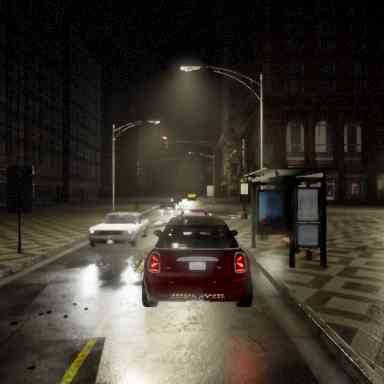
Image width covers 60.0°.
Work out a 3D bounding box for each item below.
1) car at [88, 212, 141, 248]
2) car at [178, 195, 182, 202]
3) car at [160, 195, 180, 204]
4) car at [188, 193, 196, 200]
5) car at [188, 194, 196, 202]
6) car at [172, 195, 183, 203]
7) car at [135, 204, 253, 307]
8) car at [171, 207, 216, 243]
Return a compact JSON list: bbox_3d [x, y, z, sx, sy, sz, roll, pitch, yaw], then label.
[{"bbox_3d":[-3.107,1.597,14.880,1.895,1.301,4.718,0,0,0],"label":"car"},{"bbox_3d":[-3.115,1.402,56.112,2.128,1.511,4.902,0,0,0],"label":"car"},{"bbox_3d":[-3.122,1.490,44.347,2.033,1.411,5.357,0,0,0],"label":"car"},{"bbox_3d":[-0.045,1.127,84.335,1.882,1.535,5.008,0,0,0],"label":"car"},{"bbox_3d":[-0.040,1.441,74.360,1.895,1.301,4.718,0,0,0],"label":"car"},{"bbox_3d":[-3.037,1.372,69.566,2.128,1.511,4.902,0,0,0],"label":"car"},{"bbox_3d":[0.096,1.352,8.126,2.097,1.767,4.553,0,0,0],"label":"car"},{"bbox_3d":[0.087,1.558,16.769,1.994,1.385,4.181,0,0,1],"label":"car"}]
